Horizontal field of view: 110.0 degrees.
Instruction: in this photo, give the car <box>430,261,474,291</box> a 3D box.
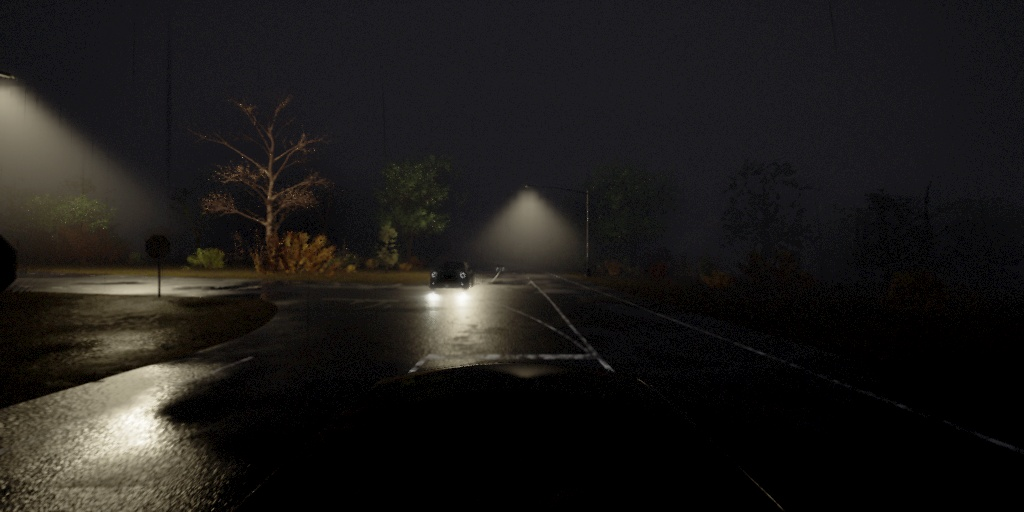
[{"bbox_3d":[-3.497,1.066,21.615,2.097,1.767,4.553,1,-1,0],"label":"car"}]
